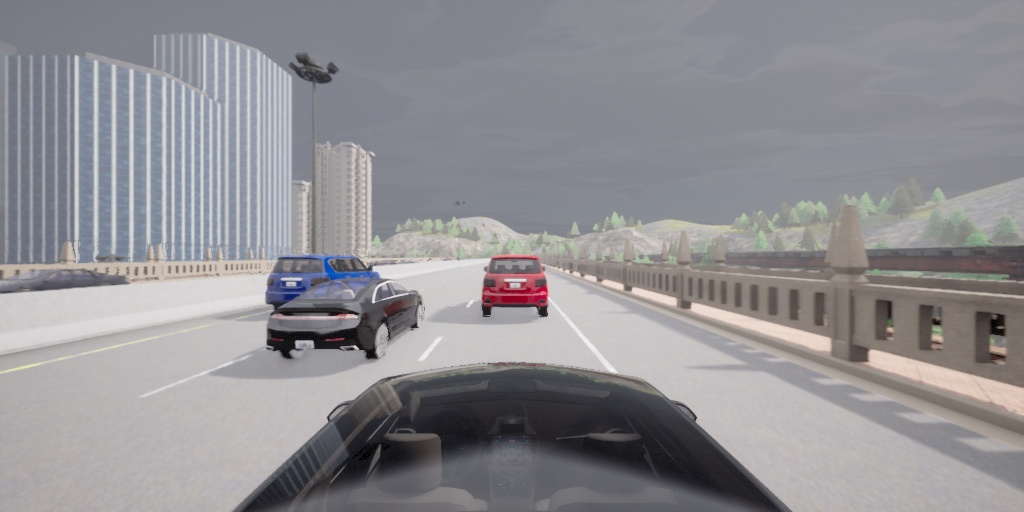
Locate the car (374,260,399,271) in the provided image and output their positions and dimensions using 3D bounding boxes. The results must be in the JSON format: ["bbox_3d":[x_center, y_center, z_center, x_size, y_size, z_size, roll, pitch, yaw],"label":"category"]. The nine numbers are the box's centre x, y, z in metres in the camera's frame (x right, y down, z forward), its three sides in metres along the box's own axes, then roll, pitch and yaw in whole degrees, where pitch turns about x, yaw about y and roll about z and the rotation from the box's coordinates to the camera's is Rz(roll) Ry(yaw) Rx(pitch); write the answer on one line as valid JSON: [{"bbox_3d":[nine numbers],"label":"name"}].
[{"bbox_3d":[-17.504,1.317,50.338,1.994,1.385,4.181,0,0,1],"label":"car"}]

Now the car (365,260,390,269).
[{"bbox_3d":[-20.895,1.354,55.842,1.895,1.301,4.718,0,0,2],"label":"car"}]

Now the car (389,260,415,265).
[{"bbox_3d":[-14.047,1.246,47.251,2.128,1.511,4.902,0,0,1],"label":"car"}]

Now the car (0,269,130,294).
[{"bbox_3d":[-21.107,1.298,16.505,2.033,1.411,5.357,0,0,0],"label":"car"}]

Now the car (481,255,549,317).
[{"bbox_3d":[0.094,0.972,13.400,2.150,2.045,5.566,0,0,0],"label":"car"}]

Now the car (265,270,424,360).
[{"bbox_3d":[-3.403,1.242,8.310,2.128,1.511,4.902,0,0,0],"label":"car"}]

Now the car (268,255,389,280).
[{"bbox_3d":[-6.905,0.972,13.891,2.150,2.045,5.566,0,0,0],"label":"car"}]
